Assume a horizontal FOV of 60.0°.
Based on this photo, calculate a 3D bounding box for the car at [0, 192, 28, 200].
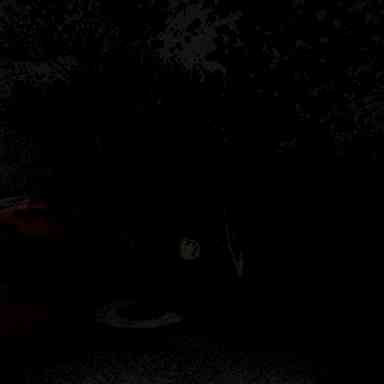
[{"bbox_3d":[-8.201,1.081,17.614,4.553,1.767,2.185,1,2,-30],"label":"car"}]

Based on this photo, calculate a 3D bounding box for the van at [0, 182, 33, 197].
[{"bbox_3d":[-24.665,-0.291,46.306,4.442,1.987,1.878,1,1,-30],"label":"van"}]

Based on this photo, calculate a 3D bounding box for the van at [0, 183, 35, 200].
[{"bbox_3d":[-22.083,-0.112,41.385,4.442,1.987,1.878,1,1,-30],"label":"van"}]

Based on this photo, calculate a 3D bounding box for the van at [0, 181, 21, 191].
[{"bbox_3d":[-39.958,-1.278,72.790,4.442,1.987,1.878,1,1,-30],"label":"van"}]

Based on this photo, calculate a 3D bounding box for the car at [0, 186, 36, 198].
[{"bbox_3d":[-23.384,0.022,43.858,5.008,1.535,2.097,1,1,-30],"label":"car"}]

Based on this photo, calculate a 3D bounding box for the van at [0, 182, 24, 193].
[{"bbox_3d":[-34.420,-0.920,63.199,4.442,1.987,1.878,1,1,-30],"label":"van"}]

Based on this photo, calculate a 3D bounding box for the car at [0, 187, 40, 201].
[{"bbox_3d":[-20.597,0.240,39.077,4.792,1.488,2.163,1,1,-30],"label":"car"}]

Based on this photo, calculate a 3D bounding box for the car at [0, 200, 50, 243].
[{"bbox_3d":[-6.852,1.319,15.201,5.008,1.535,2.097,1,2,-30],"label":"car"}]

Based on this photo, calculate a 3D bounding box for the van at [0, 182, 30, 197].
[{"bbox_3d":[-26.252,-0.384,48.587,4.442,1.987,1.878,1,1,-30],"label":"van"}]

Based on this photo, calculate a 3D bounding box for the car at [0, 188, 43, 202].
[{"bbox_3d":[-19.278,0.337,36.793,4.792,1.488,2.163,1,2,-30],"label":"car"}]

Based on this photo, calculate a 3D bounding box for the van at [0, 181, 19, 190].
[{"bbox_3d":[-42.933,-1.460,77.475,4.442,1.987,1.878,1,1,-30],"label":"van"}]

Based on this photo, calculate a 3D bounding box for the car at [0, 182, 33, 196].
[{"bbox_3d":[-27.559,-0.497,51.028,5.566,2.045,2.435,1,1,-30],"label":"car"}]

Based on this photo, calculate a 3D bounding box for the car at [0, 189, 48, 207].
[{"bbox_3d":[-16.497,0.559,31.862,4.792,1.488,2.163,1,2,-30],"label":"car"}]

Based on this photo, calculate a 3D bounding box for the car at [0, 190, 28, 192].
[{"bbox_3d":[-12.482,0.865,24.593,5.366,1.575,1.946,1,2,-30],"label":"car"}]

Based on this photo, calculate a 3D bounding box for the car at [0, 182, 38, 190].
[{"bbox_3d":[-15.055,0.393,29.487,5.566,2.045,2.435,1,2,-30],"label":"car"}]

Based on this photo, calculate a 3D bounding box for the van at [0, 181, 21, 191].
[{"bbox_3d":[-41.281,-1.363,75.079,4.442,1.987,1.878,1,1,-30],"label":"van"}]
